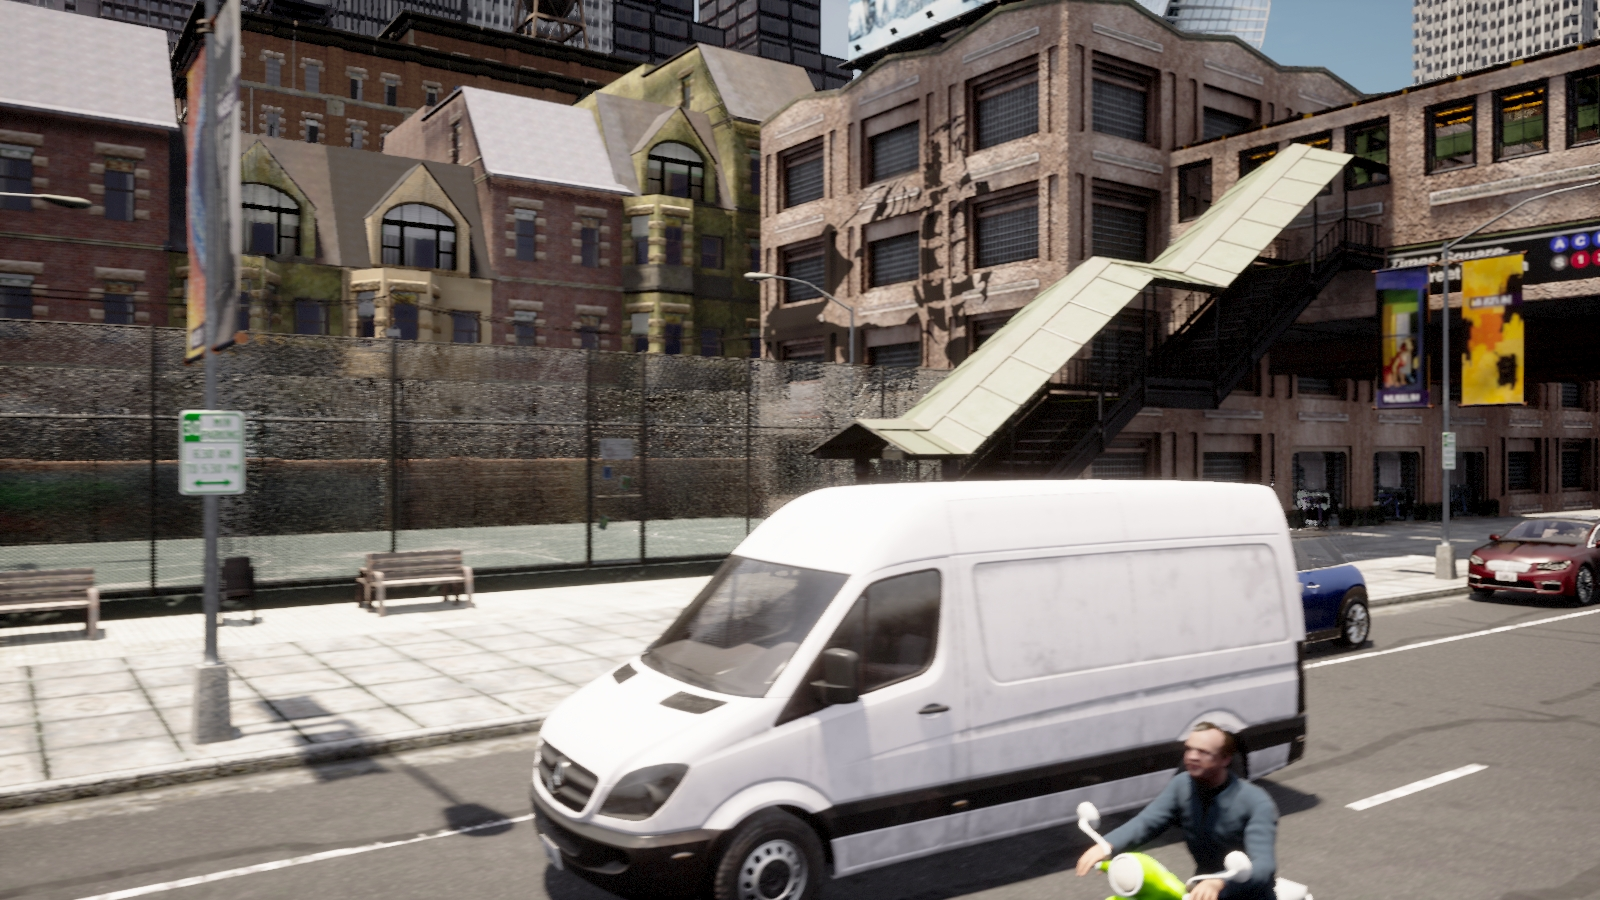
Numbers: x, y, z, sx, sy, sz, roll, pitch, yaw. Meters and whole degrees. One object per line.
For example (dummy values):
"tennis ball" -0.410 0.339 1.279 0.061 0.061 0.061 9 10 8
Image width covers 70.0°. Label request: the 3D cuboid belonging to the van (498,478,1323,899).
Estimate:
"van" 1.030 1.535 8.306 5.915 2.561 1.988 0 0 -30
